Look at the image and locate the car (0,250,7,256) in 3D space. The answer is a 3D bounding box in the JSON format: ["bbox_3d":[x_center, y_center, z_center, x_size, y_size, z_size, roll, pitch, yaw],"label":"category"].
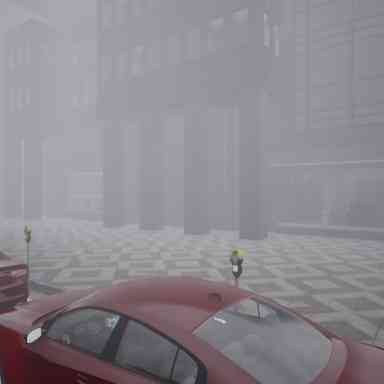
[{"bbox_3d":[-5.002,1.545,6.540,4.507,1.381,1.887,0,0,36],"label":"car"}]

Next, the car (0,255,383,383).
[{"bbox_3d":[-0.418,1.545,3.262,4.507,1.381,1.887,0,0,36],"label":"car"}]
